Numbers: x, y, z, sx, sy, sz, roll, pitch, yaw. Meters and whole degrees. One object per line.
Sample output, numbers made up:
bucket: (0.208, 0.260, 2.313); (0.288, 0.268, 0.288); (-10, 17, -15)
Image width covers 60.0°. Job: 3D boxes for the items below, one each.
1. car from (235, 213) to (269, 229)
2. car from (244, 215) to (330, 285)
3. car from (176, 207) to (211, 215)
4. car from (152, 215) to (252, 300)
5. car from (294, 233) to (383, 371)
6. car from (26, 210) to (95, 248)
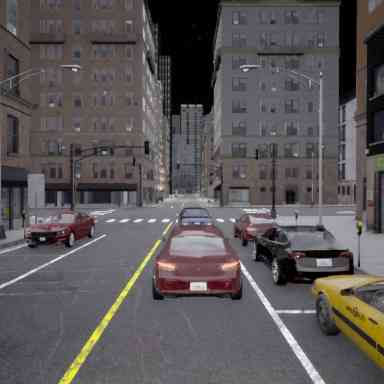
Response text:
car: (2.870, 1.577, 14.871); (1.802, 1.307, 4.206); (-1, 0, 0)
car: (2.868, 1.563, 9.286); (1.947, 1.339, 4.313); (-1, 0, 0)
car: (0.136, 1.542, 18.275); (2.033, 1.411, 5.357); (0, 0, -3)
car: (0.100, 1.523, 8.254); (1.812, 1.442, 4.674); (0, 0, 0)
car: (2.866, 1.524, 3.869); (1.752, 1.417, 4.829); (-1, 0, 0)
car: (-5.676, 1.540, 14.871); (1.887, 1.381, 4.507); (-1, 0, 0)
